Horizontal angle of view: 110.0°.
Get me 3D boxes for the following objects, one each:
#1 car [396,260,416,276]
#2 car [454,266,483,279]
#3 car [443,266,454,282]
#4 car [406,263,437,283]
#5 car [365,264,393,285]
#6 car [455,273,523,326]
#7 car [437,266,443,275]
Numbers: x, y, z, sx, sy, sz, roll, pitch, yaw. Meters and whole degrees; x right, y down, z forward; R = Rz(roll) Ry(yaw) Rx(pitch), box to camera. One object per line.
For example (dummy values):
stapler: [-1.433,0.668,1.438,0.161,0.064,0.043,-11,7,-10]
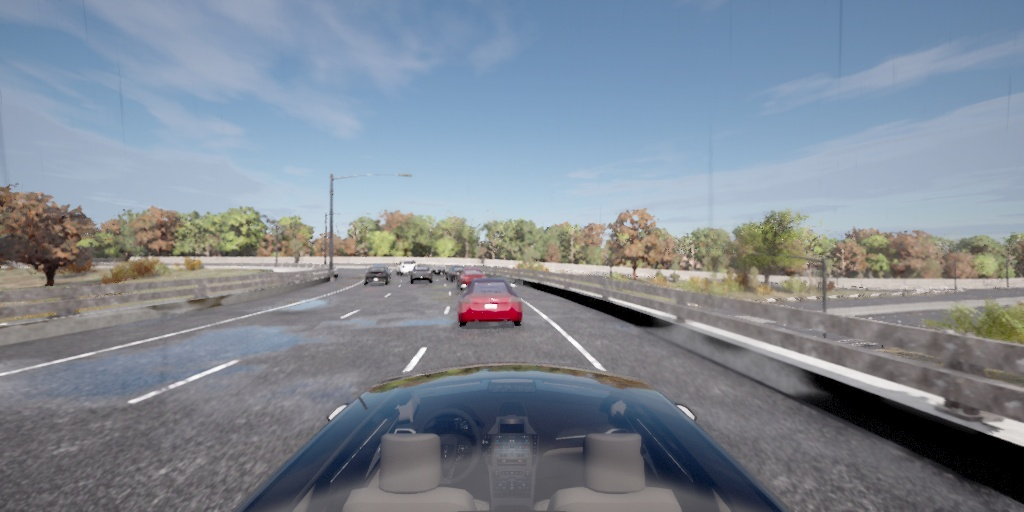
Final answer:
car: [-13.837,1.545,47.201,2.150,2.045,5.566,0,-1,-25]
car: [-2.790,1.562,24.718,1.812,1.442,4.674,0,-1,-12]
car: [-5.167,1.680,34.162,1.812,1.442,4.674,0,-1,-17]
car: [-8.358,1.631,32.751,2.128,1.511,4.902,0,-1,-17]
car: [-11.352,1.623,30.538,1.837,1.490,4.892,0,-1,-15]
car: [-0.798,1.445,12.337,1.994,1.385,4.181,0,-1,-5]
car: [-9.449,1.903,45.812,1.895,1.301,4.718,0,-1,-23]
